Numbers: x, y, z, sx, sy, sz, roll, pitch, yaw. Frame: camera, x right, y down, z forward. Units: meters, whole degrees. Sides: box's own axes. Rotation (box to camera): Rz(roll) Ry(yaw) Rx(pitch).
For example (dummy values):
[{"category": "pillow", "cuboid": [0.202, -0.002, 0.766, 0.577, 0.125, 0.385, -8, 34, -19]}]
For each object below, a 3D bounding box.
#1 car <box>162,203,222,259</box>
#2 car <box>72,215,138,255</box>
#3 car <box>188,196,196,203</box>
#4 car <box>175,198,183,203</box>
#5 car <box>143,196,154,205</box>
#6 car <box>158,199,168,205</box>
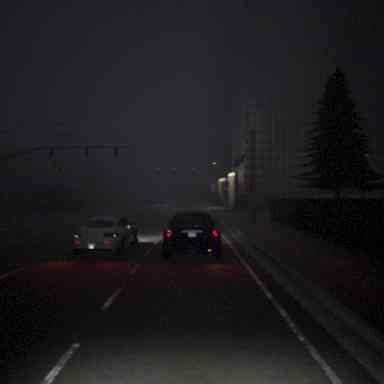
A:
[{"category": "car", "cuboid": [0.017, 1.500, 13.405, 2.097, 1.767, 4.553, 0, -1, 0]}, {"category": "car", "cuboid": [-3.479, 1.680, 13.872, 1.812, 1.442, 4.674, 0, 0, 0]}, {"category": "car", "cuboid": [-0.033, 2.495, 87.474, 2.033, 1.411, 5.357, 0, -1, 0]}, {"category": "car", "cuboid": [-3.533, 2.439, 87.884, 1.882, 1.535, 5.008, 0, -1, 0]}, {"category": "car", "cuboid": [-10.530, 2.114, 80.595, 2.150, 2.045, 5.566, 0, -1, 0]}, {"category": "car", "cuboid": [-7.030, 2.413, 80.623, 1.812, 1.442, 4.674, 0, -1, 0]}]
